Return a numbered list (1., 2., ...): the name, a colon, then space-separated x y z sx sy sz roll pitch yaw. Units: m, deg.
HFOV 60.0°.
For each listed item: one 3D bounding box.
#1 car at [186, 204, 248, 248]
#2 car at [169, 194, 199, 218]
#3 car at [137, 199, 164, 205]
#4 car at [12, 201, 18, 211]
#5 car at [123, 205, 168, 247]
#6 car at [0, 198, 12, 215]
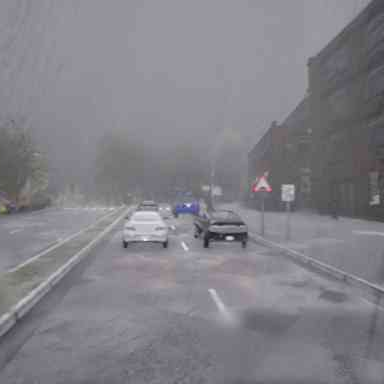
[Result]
1. car: 1.183 1.561 15.307 2.128 1.511 4.902 1 0 -7
2. car: -0.617 1.192 29.960 2.150 2.045 5.566 1 1 -7
3. car: -3.876 1.415 29.832 2.128 1.511 4.902 1 1 -7
4. car: -18.372 1.240 29.963 4.892 1.521 2.231 1 0 -7
5. car: -2.052 1.543 14.993 1.812 1.442 4.674 1 0 -7
6. car: -18.041 1.257 27.228 5.008 1.535 2.097 1 0 -7
